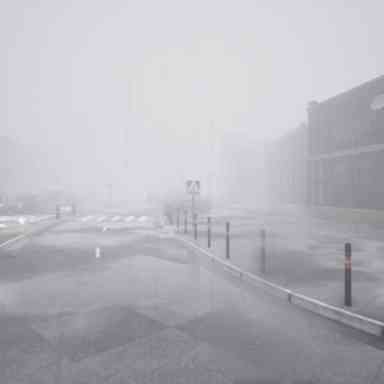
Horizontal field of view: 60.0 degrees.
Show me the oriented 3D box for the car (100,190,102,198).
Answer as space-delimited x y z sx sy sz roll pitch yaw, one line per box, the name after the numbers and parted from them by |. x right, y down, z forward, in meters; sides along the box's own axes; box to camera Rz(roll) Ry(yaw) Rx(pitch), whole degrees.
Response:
-23.480 0.789 75.029 4.892 1.521 2.231 0 1 -4 | car

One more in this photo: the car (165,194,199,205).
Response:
-1.560 1.134 49.947 5.008 1.535 2.097 0 1 -4 | car

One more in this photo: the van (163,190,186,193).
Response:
-1.107 1.018 41.616 4.442 1.987 1.878 0 1 -4 | van

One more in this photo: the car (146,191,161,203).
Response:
-6.702 0.762 57.719 2.150 2.045 5.566 0 1 -4 | car

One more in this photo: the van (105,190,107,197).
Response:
-23.754 0.506 80.658 4.442 1.987 1.878 0 1 -4 | van

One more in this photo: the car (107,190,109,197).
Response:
-24.049 0.746 83.279 4.674 1.452 2.002 0 1 -4 | car

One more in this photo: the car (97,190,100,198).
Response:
-23.291 0.818 72.278 4.892 1.521 2.231 0 1 -4 | car

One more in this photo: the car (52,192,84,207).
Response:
-16.851 1.172 45.501 2.128 1.511 4.902 0 1 -3 | car

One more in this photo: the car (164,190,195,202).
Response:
-2.334 0.731 61.033 5.566 2.045 2.435 0 1 -4 | car

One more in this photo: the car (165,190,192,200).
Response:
-2.832 0.627 69.229 5.566 2.045 2.435 0 1 -4 | car

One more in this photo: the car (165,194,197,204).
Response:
-1.727 1.098 52.596 4.892 1.521 2.231 0 1 -4 | car

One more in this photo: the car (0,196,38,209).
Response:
-21.032 1.264 39.267 4.674 1.452 2.002 0 1 -4 | car

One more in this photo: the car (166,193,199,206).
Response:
-1.327 1.048 47.050 4.553 1.767 2.185 0 1 -4 | car

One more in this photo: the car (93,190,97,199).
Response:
-23.102 0.850 69.528 4.892 1.521 2.231 0 1 -4 | car

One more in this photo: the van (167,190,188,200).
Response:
-3.165 0.618 71.993 4.442 1.987 1.878 0 1 -4 | van

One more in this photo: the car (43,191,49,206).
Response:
-21.192 1.069 42.018 4.553 1.767 2.185 0 1 -4 | car

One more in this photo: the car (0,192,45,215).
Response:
-15.955 1.179 31.057 2.097 1.767 4.553 0 1 -4 | car

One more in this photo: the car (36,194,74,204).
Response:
-21.792 1.050 53.036 5.366 1.575 1.946 0 1 -4 | car

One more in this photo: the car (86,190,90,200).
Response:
-22.762 0.787 64.022 4.553 1.767 2.185 0 1 -4 | car

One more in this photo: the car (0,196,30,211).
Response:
-20.851 1.253 36.516 5.008 1.535 2.097 0 0 -4 | car

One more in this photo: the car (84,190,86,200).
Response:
-22.574 0.821 61.272 4.553 1.767 2.185 0 1 -4 | car

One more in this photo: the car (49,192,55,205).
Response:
-21.418 1.163 44.772 4.892 1.521 2.231 0 1 -4 | car

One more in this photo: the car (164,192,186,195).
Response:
-0.762 1.146 38.726 4.553 1.767 2.185 0 1 -4 | car

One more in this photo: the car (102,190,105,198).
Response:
-23.668 0.761 77.778 4.892 1.521 2.231 0 1 -4 | car

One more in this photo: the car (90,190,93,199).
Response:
-22.889 0.754 66.778 4.553 1.767 2.185 0 1 -4 | car

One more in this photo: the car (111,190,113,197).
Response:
-24.422 0.658 88.780 4.892 1.521 2.231 0 1 -4 | car

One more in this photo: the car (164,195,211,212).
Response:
-0.456 1.345 33.300 4.792 1.488 2.163 0 0 -4 | car

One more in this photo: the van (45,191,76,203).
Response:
-22.049 0.791 55.780 4.442 1.987 1.878 0 1 -4 | van
